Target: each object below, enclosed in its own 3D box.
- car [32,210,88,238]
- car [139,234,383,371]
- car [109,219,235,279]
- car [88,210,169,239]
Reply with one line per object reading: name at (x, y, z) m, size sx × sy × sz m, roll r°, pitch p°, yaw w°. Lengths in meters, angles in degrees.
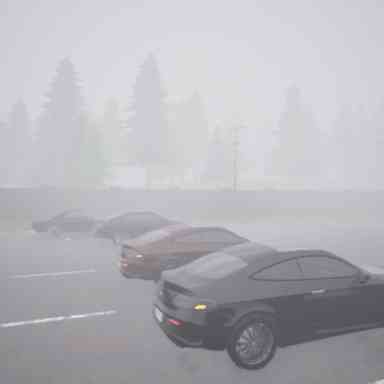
car at (-5.809, 1.601, 17.589) m, size 4.718 × 1.301 × 1.895 m, roll 0°, pitch 0°, yaw -21°
car at (1.673, 1.548, 5.494) m, size 4.674 × 1.442 × 1.812 m, roll 0°, pitch 0°, yaw -21°
car at (0.400, 1.547, 8.755) m, size 4.674 × 1.442 × 1.812 m, roll 0°, pitch 0°, yaw -21°
car at (-2.145, 1.545, 15.276) m, size 4.674 × 1.442 × 1.812 m, roll 0°, pitch 0°, yaw -21°
